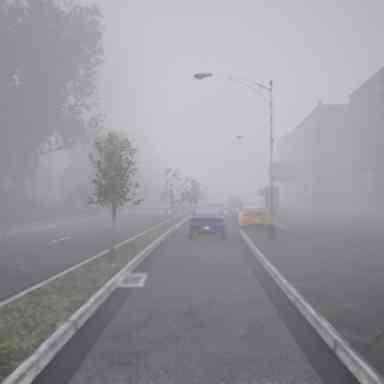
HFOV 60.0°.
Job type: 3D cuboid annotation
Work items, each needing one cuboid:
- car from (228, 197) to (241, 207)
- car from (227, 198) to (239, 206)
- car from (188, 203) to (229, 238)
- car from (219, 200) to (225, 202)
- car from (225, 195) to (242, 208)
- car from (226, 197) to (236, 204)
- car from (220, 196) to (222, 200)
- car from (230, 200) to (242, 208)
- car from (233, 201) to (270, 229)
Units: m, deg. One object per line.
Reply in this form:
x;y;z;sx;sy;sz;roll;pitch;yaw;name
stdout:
7.729;1.743;61.284;2.185;1.767;4.553;0;0;5;car
8.249;1.903;66.830;2.231;1.521;4.892;0;0;5;car
0.880;1.575;18.351;1.882;1.535;5.008;0;0;4;car
2.473;1.833;36.796;1.895;1.301;4.718;0;0;5;car
7.217;1.584;55.822;2.435;2.045;5.566;0;0;5;car
9.174;1.997;77.941;2.163;1.488;4.792;0;0;4;car
10.029;2.084;94.735;2.163;1.488;4.792;0;0;2;car
4.625;1.680;28.217;2.163;1.488;4.792;0;0;5;car
4.135;1.611;22.740;2.097;1.535;5.008;0;0;5;car
